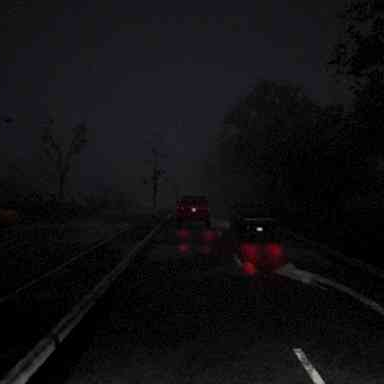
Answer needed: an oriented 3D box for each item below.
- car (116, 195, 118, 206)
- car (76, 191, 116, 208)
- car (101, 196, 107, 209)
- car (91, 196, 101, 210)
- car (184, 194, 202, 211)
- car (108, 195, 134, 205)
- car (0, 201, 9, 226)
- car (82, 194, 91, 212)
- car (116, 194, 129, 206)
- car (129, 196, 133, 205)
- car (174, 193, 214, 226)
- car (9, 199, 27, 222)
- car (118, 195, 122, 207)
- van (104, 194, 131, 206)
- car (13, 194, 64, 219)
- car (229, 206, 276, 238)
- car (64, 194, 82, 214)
[{"bbox_3d":[-13.964,1.590,48.564,5.366,1.575,1.946,-1,0,-20],"label":"car"},{"bbox_3d":[-13.824,1.321,45.615,5.566,2.045,2.435,-1,0,-20],"label":"car"},{"bbox_3d":[-13.823,1.583,42.610,4.792,1.488,2.163,-1,0,-20],"label":"car"},{"bbox_3d":[-13.807,1.538,39.626,4.892,1.521,2.231,-1,-1,-20],"label":"car"},{"bbox_3d":[0.100,1.284,42.940,2.150,2.045,5.566,0,0,0],"label":"car"},{"bbox_3d":[-13.634,1.563,63.678,4.553,1.767,2.185,-1,0,-19],"label":"car"},{"bbox_3d":[-13.639,1.471,18.686,5.366,1.575,1.946,-1,0,-20],"label":"car"},{"bbox_3d":[-13.835,1.396,36.616,4.553,1.767,2.185,-1,0,-20],"label":"car"},{"bbox_3d":[-13.796,1.379,54.629,5.566,2.045,2.435,-1,0,-20],"label":"car"},{"bbox_3d":[-13.724,1.398,57.665,5.566,2.045,2.435,-1,-1,-20],"label":"car"},{"bbox_3d":[0.093,1.210,23.628,2.150,2.045,5.566,0,0,-1],"label":"car"},{"bbox_3d":[-13.985,1.478,21.553,5.366,1.575,1.946,-1,0,-20],"label":"car"},{"bbox_3d":[-13.775,1.651,51.630,4.674,1.452,2.002,-1,0,-20],"label":"car"},{"bbox_3d":[-13.608,1.442,60.701,4.442,1.987,1.878,-1,-1,-19],"label":"van"},{"bbox_3d":[-13.835,1.236,27.604,5.566,2.045,2.435,-1,0,-20],"label":"car"},{"bbox_3d":[3.100,1.475,17.640,2.128,1.511,4.902,0,0,0],"label":"car"},{"bbox_3d":[-13.775,1.381,33.631,4.553,1.767,2.185,-1,0,-20],"label":"car"}]
